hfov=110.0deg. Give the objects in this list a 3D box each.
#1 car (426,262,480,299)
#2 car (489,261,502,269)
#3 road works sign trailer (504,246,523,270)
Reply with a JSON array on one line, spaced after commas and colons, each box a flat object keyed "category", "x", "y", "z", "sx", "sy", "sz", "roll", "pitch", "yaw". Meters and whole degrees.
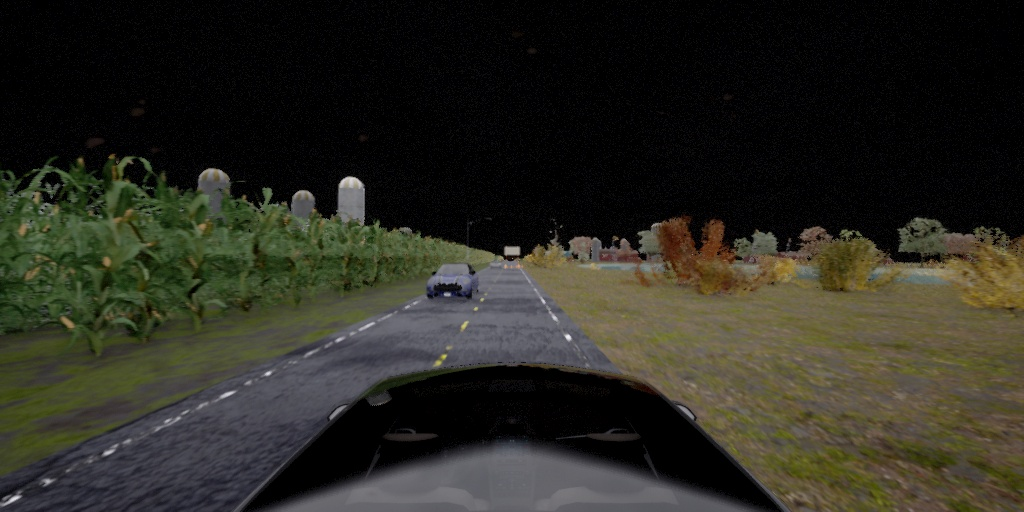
[{"category": "car", "x": -2.837, "y": 1.113, "z": 18.001, "sx": 2.097, "sy": 1.767, "sz": 4.553, "roll": 0, "pitch": 0, "yaw": 0}, {"category": "car", "x": -2.742, "y": 1.449, "z": 60.111, "sx": 1.895, "sy": 1.301, "sz": 4.718, "roll": 0, "pitch": 0, "yaw": 1}, {"category": "road works sign trailer", "x": 0.032, "y": 0.289, "z": 52.634, "sx": 2.380, "sy": 3.560, "sz": 2.880, "roll": 0, "pitch": 0, "yaw": 0}]
